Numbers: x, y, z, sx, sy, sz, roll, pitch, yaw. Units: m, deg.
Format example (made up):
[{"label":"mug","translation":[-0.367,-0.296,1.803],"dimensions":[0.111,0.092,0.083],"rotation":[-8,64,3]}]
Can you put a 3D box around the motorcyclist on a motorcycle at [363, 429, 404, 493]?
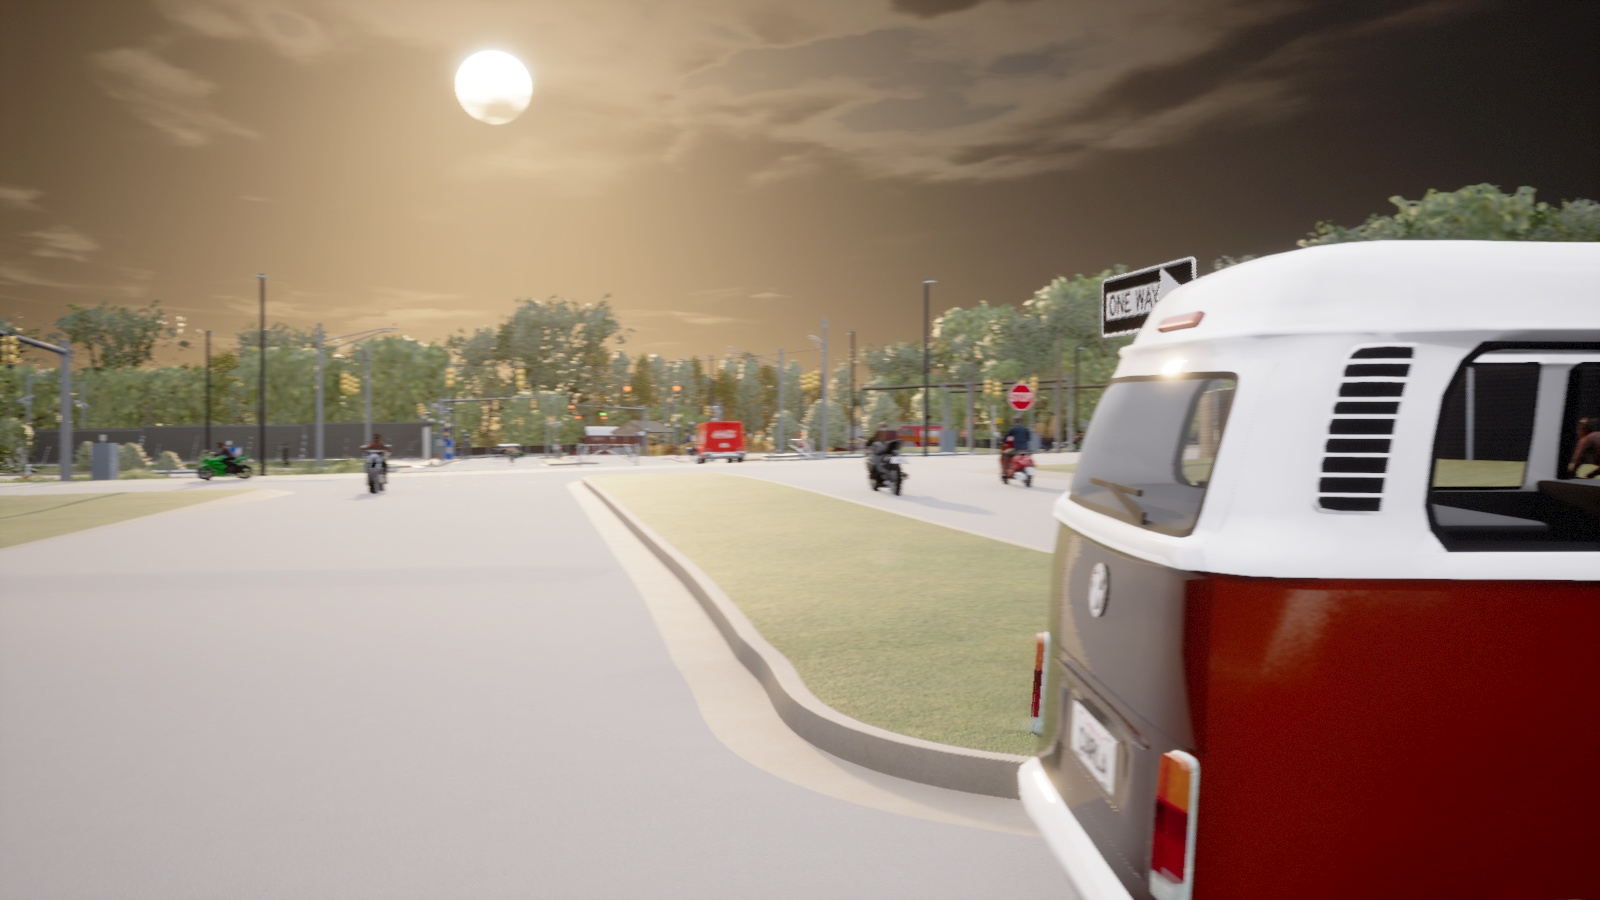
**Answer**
[{"label":"motorcyclist on a motorcycle","translation":[-11.106,0.266,33.551],"dimensions":[0.766,1.649,2.350],"rotation":[-1,1,-12]}]

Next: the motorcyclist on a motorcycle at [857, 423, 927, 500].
[{"label":"motorcyclist on a motorcycle","translation":[1.894,0.206,26.257],"dimensions":[0.866,1.530,2.191],"rotation":[0,2,-12]}]

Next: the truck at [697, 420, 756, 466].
[{"label":"truck","translation":[-4.259,-0.360,72.131],"dimensions":[2.627,2.467,5.204],"rotation":[-1,-1,-11]}]

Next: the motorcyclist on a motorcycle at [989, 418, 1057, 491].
[{"label":"motorcyclist on a motorcycle","translation":[5.021,0.073,28.365],"dimensions":[0.866,1.590,1.817],"rotation":[0,1,-12]}]

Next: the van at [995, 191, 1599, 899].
[{"label":"van","translation":[2.942,0.525,3.335],"dimensions":[4.480,2.038,2.069],"rotation":[0,2,-1]}]

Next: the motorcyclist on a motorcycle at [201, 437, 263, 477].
[{"label":"motorcyclist on a motorcycle","translation":[-22.225,0.267,49.153],"dimensions":[2.044,1.523,0.797],"rotation":[-1,1,-12]}]
